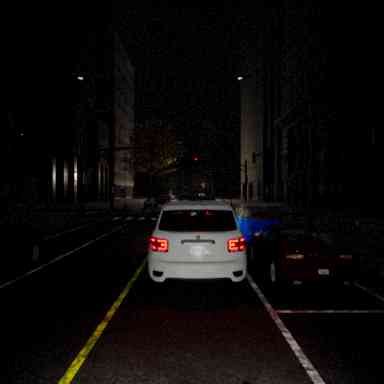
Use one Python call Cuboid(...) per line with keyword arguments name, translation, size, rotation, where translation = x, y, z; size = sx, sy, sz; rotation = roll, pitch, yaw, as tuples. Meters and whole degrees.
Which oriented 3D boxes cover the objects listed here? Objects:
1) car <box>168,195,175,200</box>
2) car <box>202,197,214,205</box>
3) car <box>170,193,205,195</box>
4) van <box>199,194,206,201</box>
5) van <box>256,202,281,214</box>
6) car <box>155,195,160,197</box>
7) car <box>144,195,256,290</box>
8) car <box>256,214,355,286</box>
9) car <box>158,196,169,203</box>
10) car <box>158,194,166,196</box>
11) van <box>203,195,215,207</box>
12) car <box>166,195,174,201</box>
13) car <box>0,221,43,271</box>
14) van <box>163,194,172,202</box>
Cuboid(name="car", translation=(-5.835, 1.592, 94.764), size=(1.752, 1.417, 4.829), rotation=(0, 0, 0))
Cuboid(name="car", translation=(2.719, 1.589, 58.148), size=(1.947, 1.339, 4.313), rotation=(0, 0, 0))
Cuboid(name="car", translation=(0.084, 1.222, 19.559), size=(2.150, 2.045, 5.566), rotation=(0, 0, 0))
Cuboid(name="van", translation=(2.698, 1.395, 85.214), size=(1.690, 1.788, 3.998), rotation=(0, 0, 0))
Cuboid(name="van", translation=(2.768, 1.341, 14.751), size=(1.690, 1.788, 3.998), rotation=(0, 0, 0))
Cuboid(name="car", translation=(-5.803, 1.540, 47.160), size=(1.752, 1.417, 4.829), rotation=(0, 0, 0))
Cuboid(name="car", translation=(0.102, 1.221, 9.198), size=(2.150, 2.045, 5.566), rotation=(0, 0, 0))
Cuboid(name="car", translation=(2.771, 1.544, 9.225), size=(1.887, 1.381, 4.507), rotation=(0, 0, 0))
Cuboid(name="car", translation=(-5.814, 1.584, 68.489), size=(2.008, 1.369, 4.403), rotation=(0, 0, 0))
Cuboid(name="car", translation=(-5.806, 1.567, 57.910), size=(1.887, 1.381, 4.507), rotation=(0, 0, 0))
Cuboid(name="van", translation=(2.724, 1.359, 52.735), size=(1.690, 1.788, 3.998), rotation=(0, 0, 0))
Cuboid(name="car", translation=(-5.831, 1.626, 89.644), size=(1.947, 1.339, 4.313), rotation=(0, 0, 0))
Cuboid(name="car", translation=(-5.784, 1.544, 9.237), size=(1.887, 1.381, 4.507), rotation=(0, 0, 0))
Cuboid(name="van", translation=(-5.822, 1.387, 79.067), size=(1.690, 1.788, 3.998), rotation=(0, 0, 0))
